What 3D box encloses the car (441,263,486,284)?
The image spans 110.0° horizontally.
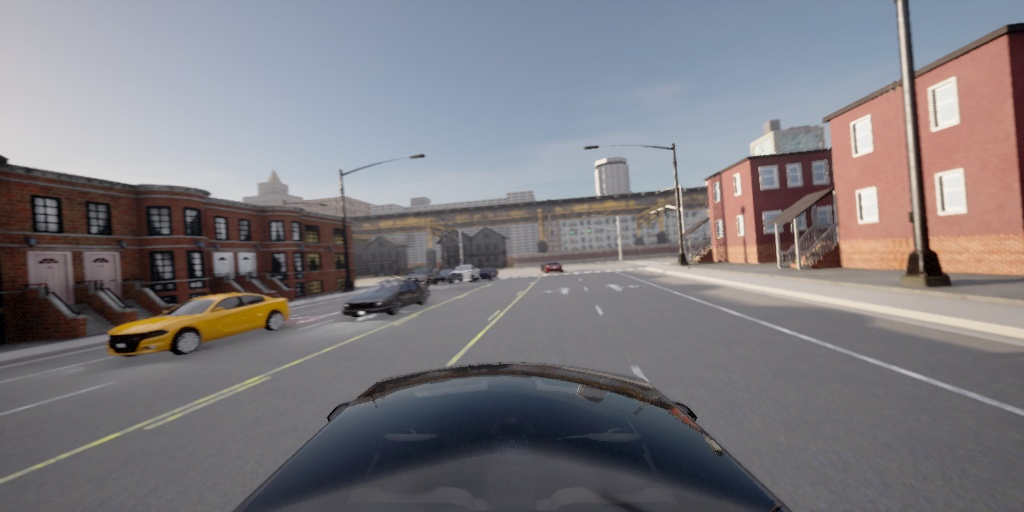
[{"bbox_3d":[-3.651,1.304,27.974,1.812,1.442,4.674,-4,0,8],"label":"car"}]

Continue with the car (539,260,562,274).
[{"bbox_3d":[4.356,1.206,40.850,1.994,1.385,4.181,-4,0,-7],"label":"car"}]

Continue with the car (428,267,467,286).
[{"bbox_3d":[-6.157,1.939,34.825,2.033,1.411,5.357,-4,0,9],"label":"car"}]

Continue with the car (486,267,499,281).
[{"bbox_3d":[-2.581,1.758,35.066,1.895,1.301,4.718,-4,0,8],"label":"car"}]

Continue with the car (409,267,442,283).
[{"bbox_3d":[-7.103,1.593,28.478,1.994,1.385,4.181,-4,0,8],"label":"car"}]

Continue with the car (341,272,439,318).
[{"bbox_3d":[-5.415,1.780,16.341,2.033,1.411,5.357,-4,0,8],"label":"car"}]

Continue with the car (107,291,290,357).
[{"bbox_3d":[-9.640,1.999,11.608,1.882,1.535,5.008,-4,0,8],"label":"car"}]
